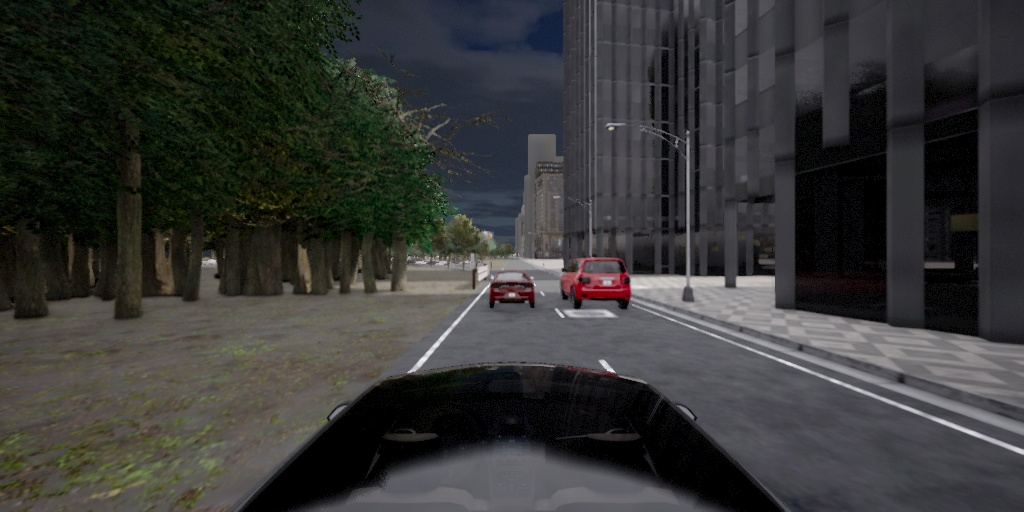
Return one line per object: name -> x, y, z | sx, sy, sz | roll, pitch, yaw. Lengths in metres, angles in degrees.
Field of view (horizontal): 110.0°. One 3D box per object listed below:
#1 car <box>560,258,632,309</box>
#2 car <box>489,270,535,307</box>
car -> 3.504, 1.097, 15.872 | 2.150, 2.045, 5.566 | 0, 0, 0
car -> 0.007, 1.363, 16.323 | 1.882, 1.535, 5.008 | 0, 0, 0
